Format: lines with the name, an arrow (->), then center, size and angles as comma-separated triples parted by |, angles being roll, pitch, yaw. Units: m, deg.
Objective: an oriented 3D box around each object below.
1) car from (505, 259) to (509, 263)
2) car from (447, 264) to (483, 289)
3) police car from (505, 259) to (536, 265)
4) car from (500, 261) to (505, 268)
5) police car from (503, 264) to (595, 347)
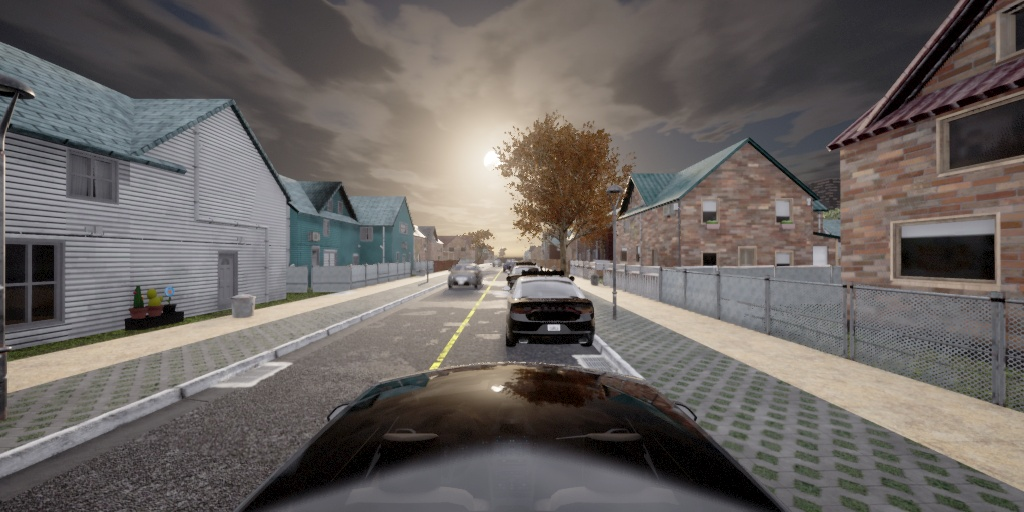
car -> 0.737, 1.113, 25.349 | 2.097, 1.767, 4.553 | 0, 0, 0
car -> -2.928, 1.252, 23.103 | 2.128, 1.511, 4.902 | 0, 0, 0
police car -> 0.760, 1.184, 19.489 | 1.930, 1.638, 5.238 | 0, 0, 0
car -> -0.133, 1.214, 49.086 | 2.097, 1.767, 4.553 | 0, 0, 0
police car -> 0.798, 1.178, 9.489 | 1.930, 1.638, 5.238 | 0, 0, 0
